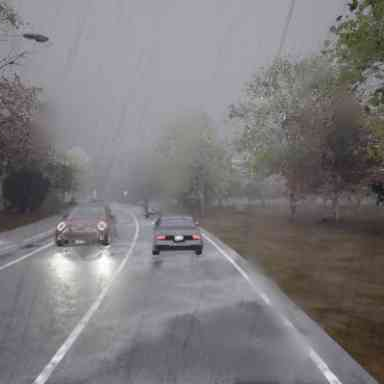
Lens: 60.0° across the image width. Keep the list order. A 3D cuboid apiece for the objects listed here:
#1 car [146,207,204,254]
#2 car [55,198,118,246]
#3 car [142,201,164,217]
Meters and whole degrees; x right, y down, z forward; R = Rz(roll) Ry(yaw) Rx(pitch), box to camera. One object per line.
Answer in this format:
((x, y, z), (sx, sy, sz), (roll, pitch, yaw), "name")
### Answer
((-0.663, 1.569, 13.521), (2.033, 1.411, 5.357), (0, 0, -5), "car")
((-4.608, 1.347, 15.113), (2.097, 1.767, 4.553), (0, 0, -7), "car")
((-3.595, 1.582, 31.067), (2.033, 1.411, 5.357), (1, 0, -13), "car")
